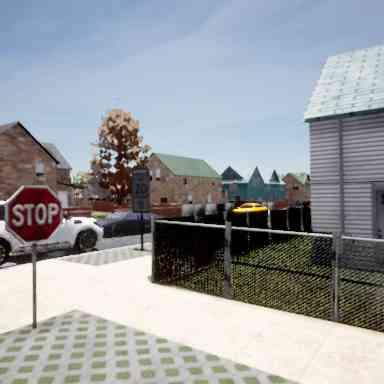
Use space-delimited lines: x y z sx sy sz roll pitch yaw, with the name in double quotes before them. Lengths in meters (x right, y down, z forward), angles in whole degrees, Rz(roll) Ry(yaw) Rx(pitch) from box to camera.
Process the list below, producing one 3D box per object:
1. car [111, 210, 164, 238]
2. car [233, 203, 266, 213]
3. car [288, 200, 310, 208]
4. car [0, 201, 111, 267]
"car" -3.803 1.776 19.577 2.033 1.411 5.357 -2 -2 35
"car" 5.800 1.898 33.269 1.882 1.535 5.008 -2 -1 35
"car" 14.949 1.728 46.174 1.882 1.535 5.008 -2 -2 35
"car" -5.830 1.317 11.718 2.150 2.045 5.566 -2 -2 35
